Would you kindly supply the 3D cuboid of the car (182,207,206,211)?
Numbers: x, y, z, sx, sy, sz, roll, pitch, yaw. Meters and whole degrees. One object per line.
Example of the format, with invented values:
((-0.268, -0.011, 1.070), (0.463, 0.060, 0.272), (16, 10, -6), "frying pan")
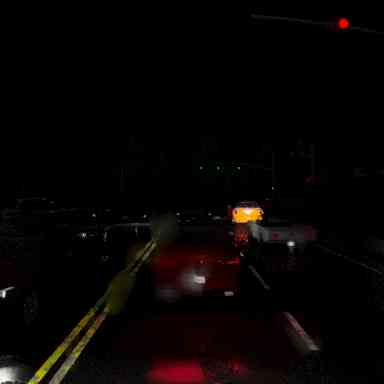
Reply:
((0.124, 1.548, 19.005), (2.033, 1.411, 5.357), (0, 0, 0), "car")

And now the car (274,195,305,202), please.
((15.838, 1.478, 51.871), (5.008, 1.535, 1.882), (0, 0, -2), "car")

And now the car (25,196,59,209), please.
((-19.952, 1.347, 43.607), (4.553, 1.767, 2.097), (0, 0, -2), "car")

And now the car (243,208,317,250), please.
((3.618, 1.601, 14.361), (1.895, 1.301, 4.718), (0, 0, 0), "car")

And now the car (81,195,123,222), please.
((-6.967, 1.300, 26.402), (2.150, 2.045, 5.566), (0, 0, 0), "car")

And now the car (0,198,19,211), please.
((-23.863, 1.483, 39.990), (4.902, 1.511, 2.128), (0, 0, -2), "car")

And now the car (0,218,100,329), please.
((-3.576, 1.526, 7.061), (1.812, 1.442, 4.674), (0, 0, 0), "car")

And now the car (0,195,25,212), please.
((-21.995, 1.218, 36.541), (5.566, 2.045, 2.150), (0, 0, -2), "car")

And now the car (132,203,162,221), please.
((-3.467, 1.601, 26.428), (1.994, 1.385, 4.181), (0, 0, 0), "car")

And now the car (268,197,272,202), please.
((14.897, 1.352, 58.841), (4.553, 1.767, 2.097), (0, 0, -2), "car")

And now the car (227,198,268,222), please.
((3.662, 1.351, 23.582), (2.097, 1.767, 4.553), (0, 0, 1), "car")

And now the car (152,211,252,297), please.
((0.110, 1.478, 8.642), (1.882, 1.535, 5.008), (0, 0, 0), "car")
